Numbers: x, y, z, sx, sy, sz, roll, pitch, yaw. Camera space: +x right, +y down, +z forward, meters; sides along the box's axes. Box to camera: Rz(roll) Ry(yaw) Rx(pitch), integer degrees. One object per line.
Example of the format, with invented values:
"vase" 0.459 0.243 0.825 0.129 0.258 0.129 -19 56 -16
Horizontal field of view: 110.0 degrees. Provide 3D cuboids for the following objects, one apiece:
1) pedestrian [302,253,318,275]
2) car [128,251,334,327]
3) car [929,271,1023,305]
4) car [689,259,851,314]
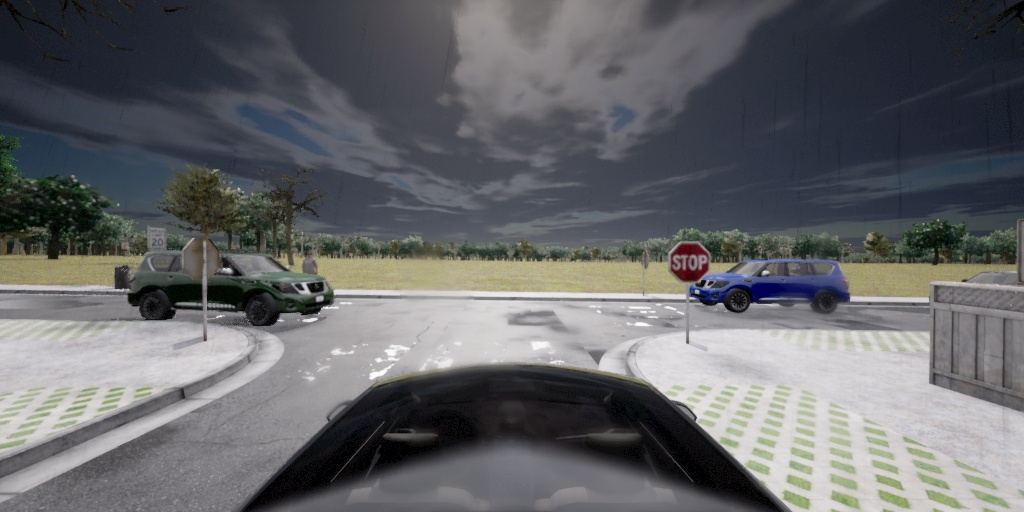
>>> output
"pedestrian" -9.692 0.750 17.161 0.375 1.860 0.375 0 -1 0
"car" -8.428 0.875 10.933 5.566 2.045 2.150 1 0 7
"car" 19.889 1.392 14.418 4.553 1.767 2.097 1 0 0
"car" 10.181 1.125 14.368 5.566 2.045 2.150 1 0 0
